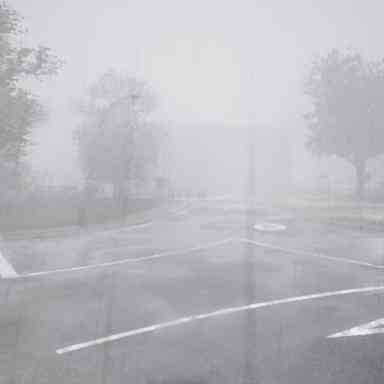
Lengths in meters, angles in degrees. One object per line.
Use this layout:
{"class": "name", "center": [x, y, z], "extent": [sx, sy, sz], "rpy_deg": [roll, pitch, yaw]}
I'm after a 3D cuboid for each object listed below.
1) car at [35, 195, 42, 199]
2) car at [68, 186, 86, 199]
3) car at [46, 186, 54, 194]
{"class": "car", "center": [-21.257, 0.121, 51.786], "extent": [2.435, 2.045, 5.566], "rpy_deg": [-1, 1, 16]}
{"class": "car", "center": [-16.449, 0.315, 48.258], "extent": [2.231, 1.521, 4.892], "rpy_deg": [-1, 1, 16]}
{"class": "car", "center": [-18.867, 0.093, 49.970], "extent": [2.435, 2.045, 5.566], "rpy_deg": [-1, 1, 16]}
